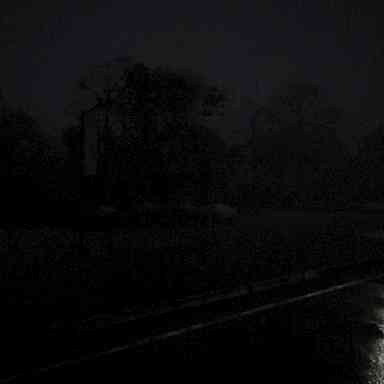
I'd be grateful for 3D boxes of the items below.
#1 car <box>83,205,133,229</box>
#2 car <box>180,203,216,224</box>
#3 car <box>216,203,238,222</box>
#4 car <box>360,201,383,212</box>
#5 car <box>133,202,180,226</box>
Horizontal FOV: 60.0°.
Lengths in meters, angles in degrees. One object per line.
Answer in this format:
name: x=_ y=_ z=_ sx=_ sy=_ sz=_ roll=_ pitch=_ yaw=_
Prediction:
car: x=-6.024 y=1.564 z=22.242 sx=2.002 sy=1.452 sz=4.674 roll=1 pitch=0 yaw=-35
car: x=-0.694 y=1.589 z=26.049 sx=2.097 sy=1.535 sz=5.008 roll=1 pitch=0 yaw=-35
car: x=1.874 y=1.660 z=27.869 sx=2.002 sy=1.452 sz=4.674 roll=1 pitch=0 yaw=-35
car: x=25.076 y=1.907 z=44.392 sx=2.097 sy=1.535 sz=5.008 roll=1 pitch=0 yaw=-35
car: x=-3.354 y=1.558 z=24.140 sx=2.231 sy=1.521 sz=4.892 roll=1 pitch=0 yaw=-35
